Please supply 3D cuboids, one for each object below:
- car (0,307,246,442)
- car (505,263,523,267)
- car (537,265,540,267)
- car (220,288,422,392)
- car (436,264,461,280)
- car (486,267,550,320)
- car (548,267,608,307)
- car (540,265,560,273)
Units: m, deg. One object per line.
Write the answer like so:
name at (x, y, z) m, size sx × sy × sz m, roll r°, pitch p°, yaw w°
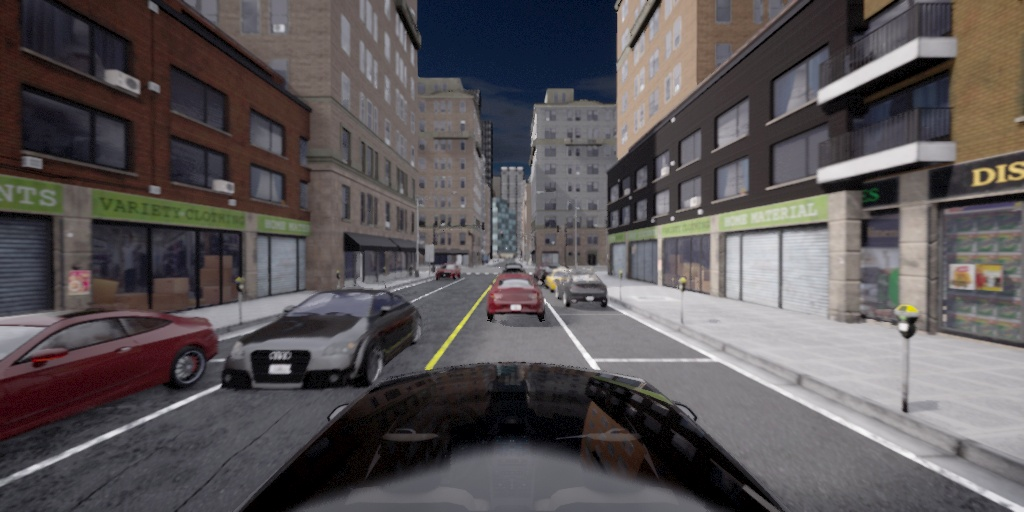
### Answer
car at (-5.668, 1.338, 4.270) m, size 1.802 × 1.307 × 4.207 m, roll 0°, pitch 0°, yaw 0°
car at (0.132, 1.326, 28.450) m, size 1.837 × 1.490 × 4.892 m, roll 0°, pitch 0°, yaw 0°
car at (2.905, 1.383, 26.603) m, size 1.948 × 1.339 × 4.313 m, roll 0°, pitch 0°, yaw 0°
car at (-3.095, 1.328, 6.777) m, size 1.994 × 1.385 × 4.181 m, roll 0°, pitch 0°, yaw 0°
car at (-5.632, 1.374, 32.198) m, size 1.888 × 1.381 × 4.507 m, roll 0°, pitch 0°, yaw 0°
car at (0.112, 1.306, 12.588) m, size 1.812 × 1.442 × 4.674 m, roll 0°, pitch 0°, yaw 0°
car at (2.888, 1.340, 15.431) m, size 2.007 × 1.370 × 4.403 m, roll 0°, pitch 0°, yaw 0°
car at (2.897, 1.329, 21.186) m, size 1.751 × 1.417 × 4.829 m, roll 0°, pitch 0°, yaw 0°
